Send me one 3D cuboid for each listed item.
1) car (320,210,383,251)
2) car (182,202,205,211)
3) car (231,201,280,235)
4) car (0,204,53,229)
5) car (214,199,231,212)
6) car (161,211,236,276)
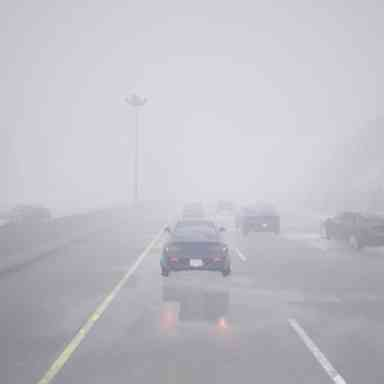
[{"bbox_3d":[7.106,1.524,14.156,1.837,1.490,4.892,0,0,0],"label":"car"},{"bbox_3d":[0.110,1.584,28.588,2.033,1.411,5.357,0,0,0],"label":"car"},{"bbox_3d":[3.607,1.502,19.002,1.882,1.535,5.008,0,0,0],"label":"car"},{"bbox_3d":[-10.494,1.527,20.880,2.128,1.511,4.902,0,0,0],"label":"car"},{"bbox_3d":[3.612,1.554,37.546,1.837,1.490,4.892,0,0,0],"label":"car"},{"bbox_3d":[0.090,1.539,10.313,1.812,1.442,4.674,0,0,0],"label":"car"}]
